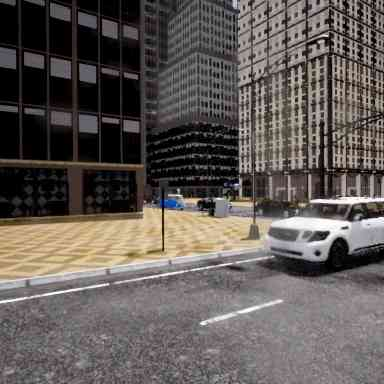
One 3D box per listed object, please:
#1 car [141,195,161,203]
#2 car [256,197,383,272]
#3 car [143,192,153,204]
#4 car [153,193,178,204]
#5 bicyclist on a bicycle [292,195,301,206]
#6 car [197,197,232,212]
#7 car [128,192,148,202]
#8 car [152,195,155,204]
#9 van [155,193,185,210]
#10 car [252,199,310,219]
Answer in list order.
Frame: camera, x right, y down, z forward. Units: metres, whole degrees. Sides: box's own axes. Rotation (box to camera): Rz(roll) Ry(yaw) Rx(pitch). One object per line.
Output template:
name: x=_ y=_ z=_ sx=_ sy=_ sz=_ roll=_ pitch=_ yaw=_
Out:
car: x=-7.822 y=1.239 z=62.602 sx=1.887 sy=1.381 sz=4.507 roll=0 pitch=0 yaw=-34
car: x=4.934 y=1.217 z=11.190 sx=5.566 sy=2.045 sz=2.150 roll=0 pitch=0 yaw=-35
car: x=-6.396 y=1.252 z=55.771 sx=1.837 sy=1.490 sz=4.892 roll=-1 pitch=1 yaw=-34
car: x=-4.721 y=1.036 z=58.011 sx=2.192 sy=1.841 sz=5.009 roll=0 pitch=0 yaw=-34
bicyclist on a bicycle: x=12.028 y=1.119 z=38.473 sx=1.656 sy=1.620 sz=0.582 roll=-1 pitch=1 yaw=-34
car: x=2.448 y=1.362 z=37.053 sx=2.128 sy=1.511 sz=4.902 roll=-1 pitch=1 yaw=-34
car: x=-10.924 y=0.982 z=67.191 sx=2.192 sy=1.841 sz=5.009 roll=0 pitch=0 yaw=-34
car: x=-3.203 y=1.348 z=45.431 sx=1.812 sy=1.442 sz=4.674 roll=-1 pitch=1 yaw=-34
van: x=-2.360 y=1.211 z=39.550 sx=1.690 sy=1.788 sz=3.998 roll=0 pitch=0 yaw=-34
car: x=7.723 y=1.420 z=29.245 sx=1.837 sy=1.490 sz=4.892 roll=-1 pitch=1 yaw=-34
